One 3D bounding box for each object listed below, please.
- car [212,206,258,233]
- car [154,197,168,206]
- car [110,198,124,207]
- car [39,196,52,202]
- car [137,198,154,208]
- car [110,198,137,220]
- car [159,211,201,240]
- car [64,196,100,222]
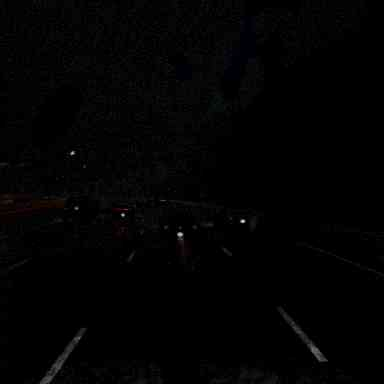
[{"bbox_3d":[2.469,1.548,19.901,1.994,1.385,4.181,-1,0,-8],"label":"car"},{"bbox_3d":[-5.291,1.589,55.466,2.128,1.511,4.902,-1,0,-15],"label":"car"},{"bbox_3d":[-12.493,1.745,55.308,1.994,1.385,4.181,-1,0,-15],"label":"car"},{"bbox_3d":[-30.773,1.496,70.035,1.882,1.535,5.008,-1,0,-14],"label":"car"},{"bbox_3d":[-7.462,1.611,50.037,2.128,1.511,4.902,-1,0,-15],"label":"car"},{"bbox_3d":[-6.087,1.596,29.440,1.837,1.490,4.892,0,0,-11],"label":"car"},{"bbox_3d":[-0.767,1.621,17.104,1.895,1.301,4.718,-1,0,-6],"label":"car"},{"bbox_3d":[-9.397,1.350,28.245,2.150,2.045,5.566,0,0,-11],"label":"car"}]
